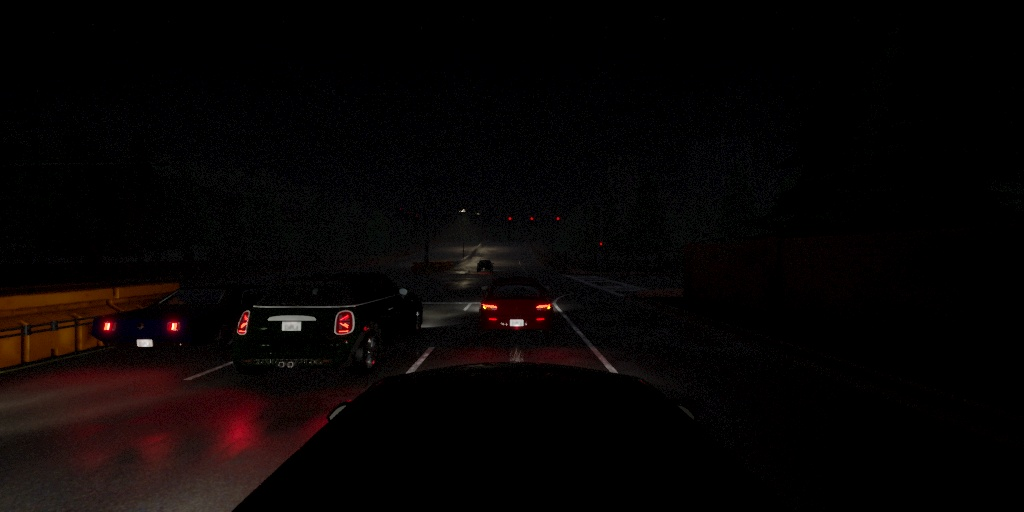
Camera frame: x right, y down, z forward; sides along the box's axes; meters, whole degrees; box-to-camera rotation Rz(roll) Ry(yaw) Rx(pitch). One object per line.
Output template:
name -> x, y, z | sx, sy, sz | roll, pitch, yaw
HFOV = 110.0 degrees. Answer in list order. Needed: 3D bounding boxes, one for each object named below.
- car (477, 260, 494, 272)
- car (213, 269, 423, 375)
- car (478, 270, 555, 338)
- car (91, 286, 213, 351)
car -> -3.383, 1.255, 45.484 | 1.837, 1.490, 4.892 | 0, 0, 0
car -> -3.396, 1.102, 7.647 | 2.097, 1.767, 4.553 | 0, 0, 0
car -> 0.103, 1.276, 10.035 | 1.812, 1.442, 4.674 | 0, 0, 0
car -> -6.897, 1.351, 8.963 | 1.895, 1.301, 4.718 | 0, 0, 0
